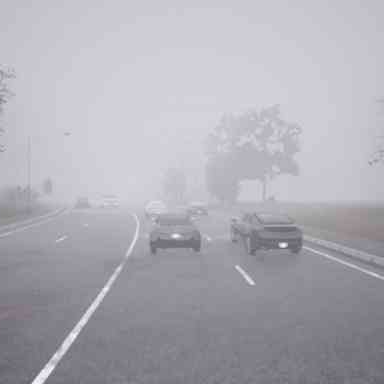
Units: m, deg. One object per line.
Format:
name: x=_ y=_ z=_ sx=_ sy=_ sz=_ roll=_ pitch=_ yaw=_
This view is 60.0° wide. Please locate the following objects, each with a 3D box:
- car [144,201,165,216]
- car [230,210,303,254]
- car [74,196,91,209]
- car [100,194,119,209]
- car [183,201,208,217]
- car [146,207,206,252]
car: x=-3.369 y=1.536 z=30.575 sx=1.812 sy=1.442 sz=4.674 roll=0 pitch=0 yaw=-12
car: x=2.801 y=1.502 z=13.427 sx=1.837 sy=1.490 sz=4.892 roll=0 pitch=0 yaw=-5
car: x=-14.730 y=1.372 z=44.706 sx=2.097 sy=1.767 sz=4.553 roll=0 pitch=0 yaw=-19
car: x=-11.476 y=1.244 z=46.091 sx=2.150 sy=2.045 sz=5.566 roll=0 pitch=0 yaw=-19
car: x=0.201 y=1.532 z=30.555 sx=1.812 sy=1.442 sz=4.674 roll=0 pitch=0 yaw=-11
car: x=-0.778 y=1.567 z=14.097 sx=1.994 sy=1.385 sz=4.181 roll=0 pitch=0 yaw=-5
